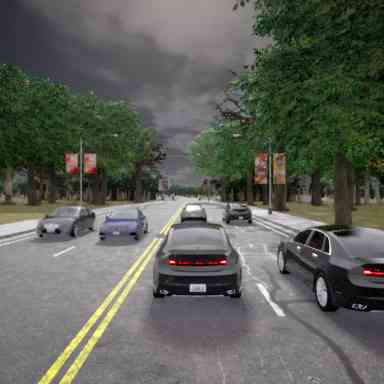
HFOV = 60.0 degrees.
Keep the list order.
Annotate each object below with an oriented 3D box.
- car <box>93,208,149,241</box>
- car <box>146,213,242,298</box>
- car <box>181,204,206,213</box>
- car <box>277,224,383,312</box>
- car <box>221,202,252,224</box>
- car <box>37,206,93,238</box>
[{"bbox_3d":[-3.329,1.553,16.949,1.812,1.442,4.674,0,0,0],"label":"car"},{"bbox_3d":[0.111,1.513,8.503,1.837,1.490,4.892,0,0,0],"label":"car"},{"bbox_3d":[0.133,1.611,25.878,1.994,1.385,4.181,0,0,0],"label":"car"},{"bbox_3d":[3.360,1.512,7.703,1.837,1.490,4.892,0,0,0],"label":"car"},{"bbox_3d":[3.384,1.551,25.438,1.837,1.490,4.892,0,0,0],"label":"car"},{"bbox_3d":[-6.577,1.521,17.949,2.128,1.511,4.902,0,0,0],"label":"car"}]
